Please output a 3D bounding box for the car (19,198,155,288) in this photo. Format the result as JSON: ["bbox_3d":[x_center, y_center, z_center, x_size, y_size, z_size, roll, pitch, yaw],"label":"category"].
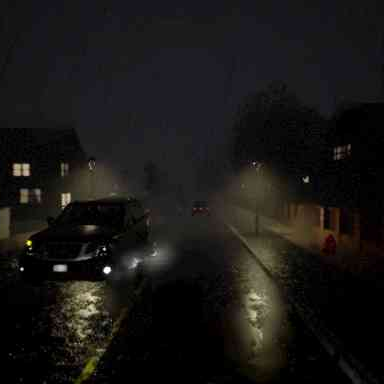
[{"bbox_3d":[-2.633,1.214,9.615,2.150,2.045,5.566,0,0,2],"label":"car"}]

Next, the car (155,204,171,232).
[{"bbox_3d":[-2.356,1.505,20.288,2.128,1.511,4.902,0,0,2],"label":"car"}]

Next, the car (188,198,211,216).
[{"bbox_3d":[0.915,1.611,33.263,2.033,1.411,5.357,0,0,1],"label":"car"}]

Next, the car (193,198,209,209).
[{"bbox_3d":[1.276,1.605,47.954,2.128,1.511,4.902,0,0,1],"label":"car"}]

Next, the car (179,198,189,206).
[{"bbox_3d":[-1.294,1.730,58.997,2.033,1.411,5.357,0,0,1],"label":"car"}]
